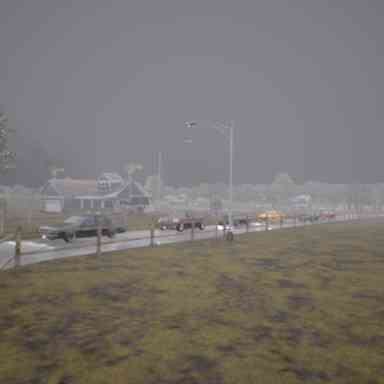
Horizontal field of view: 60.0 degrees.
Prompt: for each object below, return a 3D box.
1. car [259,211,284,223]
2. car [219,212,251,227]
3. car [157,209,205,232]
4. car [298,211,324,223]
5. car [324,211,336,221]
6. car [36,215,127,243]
[{"bbox_3d":[10.329,3.184,43.078,1.882,1.535,5.008,0,-2,36],"label":"car"},{"bbox_3d":[4.524,2.855,34.996,1.994,1.385,4.181,0,-2,35],"label":"car"},{"bbox_3d":[-0.804,2.269,27.534,2.097,1.767,4.553,0,-2,35],"label":"car"},{"bbox_3d":[16.425,3.471,46.605,2.128,1.511,4.902,0,-2,36],"label":"car"},{"bbox_3d":[22.376,3.896,54.942,1.882,1.535,5.008,0,-2,36],"label":"car"},{"bbox_3d":[-6.306,2.086,19.750,2.033,1.411,5.357,0,-2,34],"label":"car"}]
